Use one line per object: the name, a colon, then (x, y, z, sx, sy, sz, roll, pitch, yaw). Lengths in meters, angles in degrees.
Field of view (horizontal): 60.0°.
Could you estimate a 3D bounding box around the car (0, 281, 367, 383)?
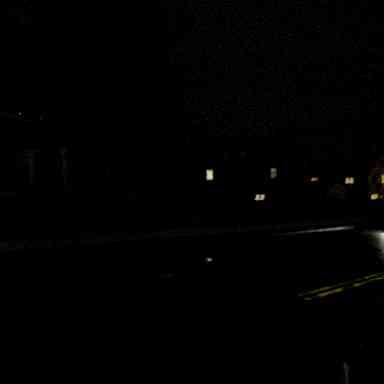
car: (-0.348, 1.615, 3.190, 4.718, 1.301, 1.895, 1, 0, -35)
